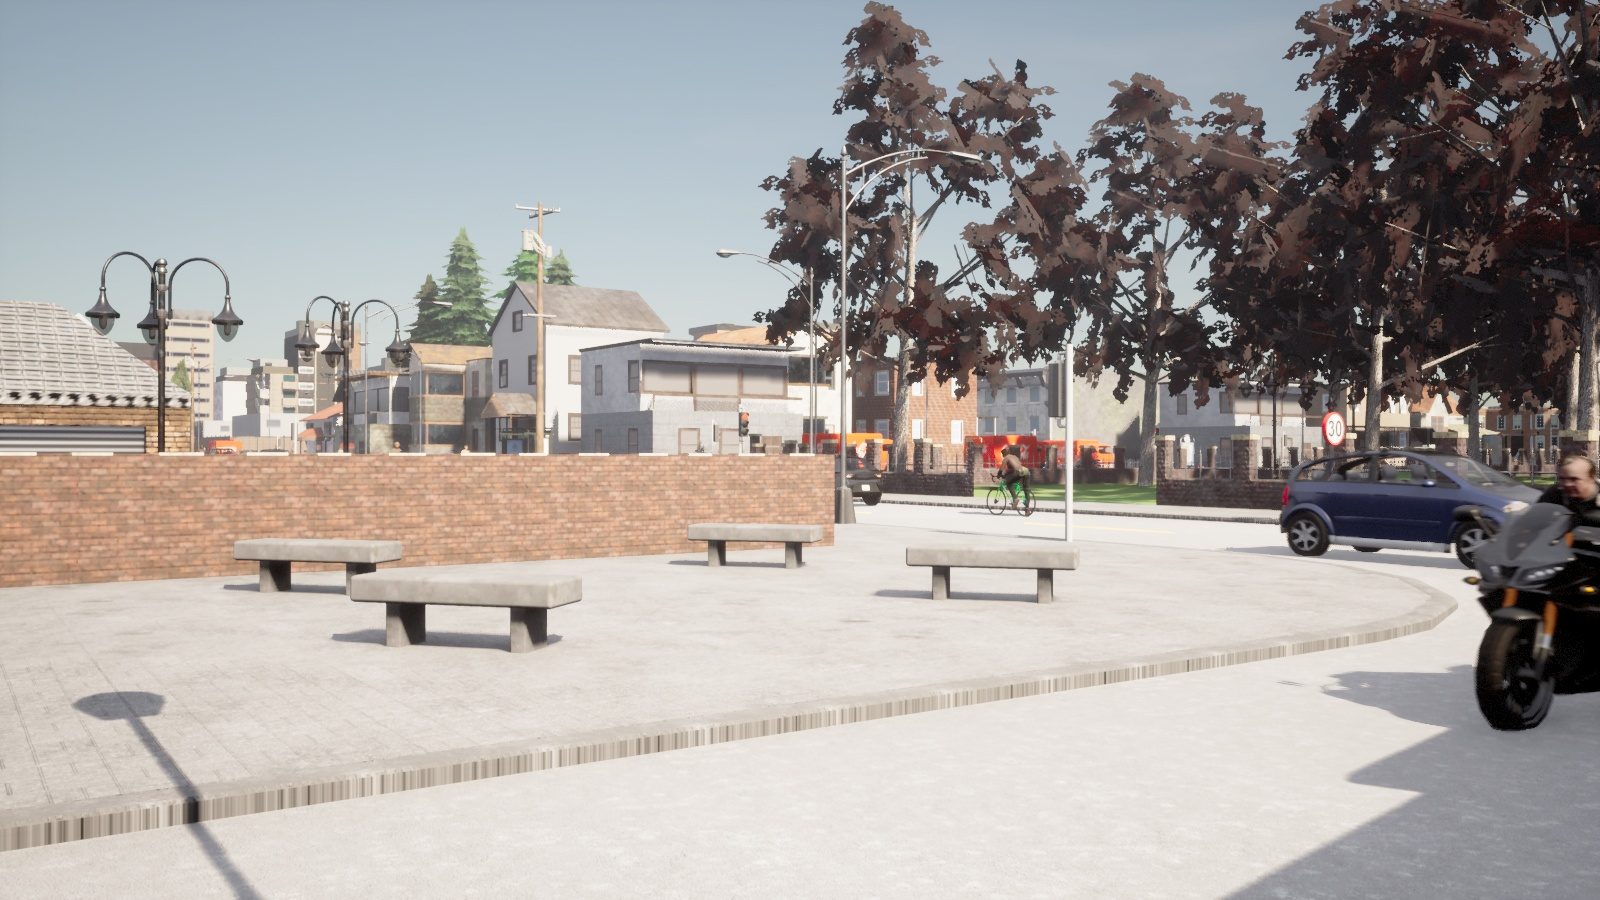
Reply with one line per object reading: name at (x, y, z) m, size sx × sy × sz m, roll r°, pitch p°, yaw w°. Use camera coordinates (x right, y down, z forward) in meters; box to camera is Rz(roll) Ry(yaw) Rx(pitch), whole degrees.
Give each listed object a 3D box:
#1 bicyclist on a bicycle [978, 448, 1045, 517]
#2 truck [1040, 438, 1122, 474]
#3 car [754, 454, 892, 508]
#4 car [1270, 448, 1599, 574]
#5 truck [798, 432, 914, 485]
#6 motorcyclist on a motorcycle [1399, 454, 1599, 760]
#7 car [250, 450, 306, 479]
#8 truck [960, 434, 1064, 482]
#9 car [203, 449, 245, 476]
bicyclist on a bicycle at (5.038, 0.760, 30.000) m, size 0.582 × 1.620 × 1.656 m, roll 0°, pitch 0°, yaw -35°
truck at (19.714, 0.432, 88.190) m, size 2.627 × 2.467 × 5.204 m, roll 1°, pitch -1°, yaw -34°
car at (0.603, 0.846, 36.427) m, size 1.816 × 1.474 × 4.193 m, roll 0°, pitch 0°, yaw -36°
car at (8.703, 0.745, 17.487) m, size 1.789 × 1.549 × 3.705 m, roll 0°, pitch 0°, yaw -33°
truck at (2.738, 0.402, 61.153) m, size 5.204 × 2.467 × 2.627 m, roll 0°, pitch 0°, yaw -39°
motorcyclist on a motorcycle at (4.493, 0.788, 7.250) m, size 2.191 × 1.530 × 0.866 m, roll 0°, pitch 0°, yaw -34°
car at (-31.357, 0.840, 75.362) m, size 2.242 × 1.667 × 4.611 m, roll 0°, pitch 0°, yaw -35°
truck at (11.362, 0.398, 67.218) m, size 5.204 × 2.467 × 2.627 m, roll 0°, pitch 0°, yaw -38°
car at (-40.874, 0.866, 89.074) m, size 1.932 × 1.855 × 4.605 m, roll 0°, pitch 0°, yaw -35°
